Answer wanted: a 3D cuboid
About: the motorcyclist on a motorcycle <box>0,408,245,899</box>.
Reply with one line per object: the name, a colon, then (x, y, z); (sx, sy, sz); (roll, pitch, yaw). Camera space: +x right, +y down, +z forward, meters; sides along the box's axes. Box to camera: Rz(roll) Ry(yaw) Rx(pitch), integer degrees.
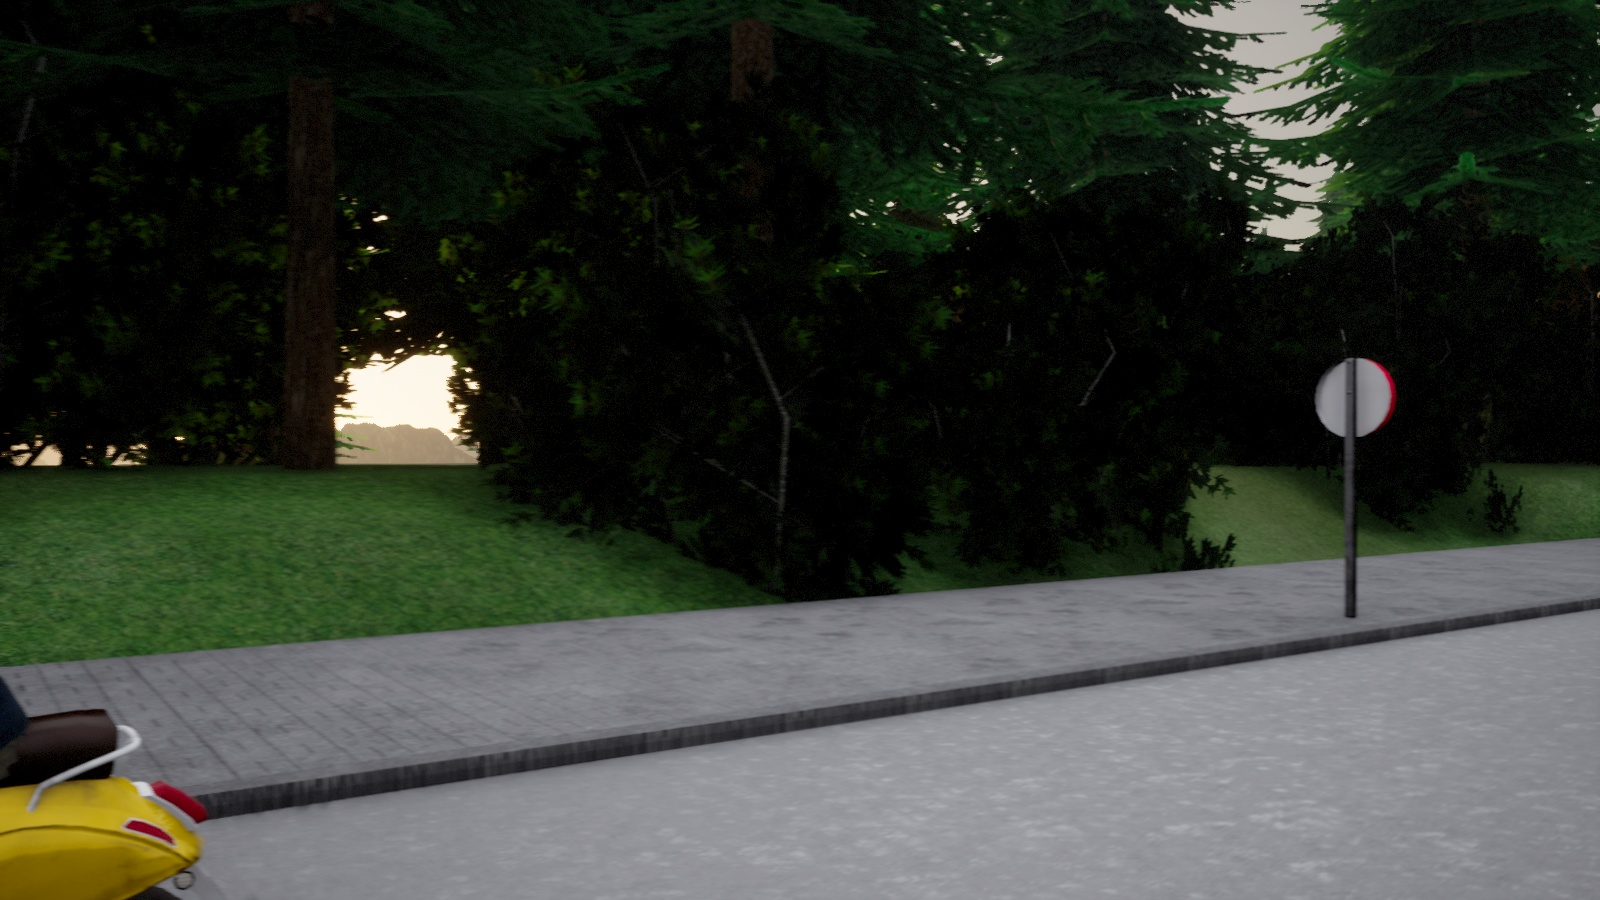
motorcyclist on a motorcycle: (-2.258, 0.710, 2.696); (1.817, 1.590, 0.866); (0, 0, -35)
